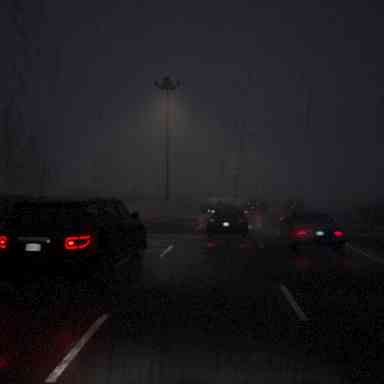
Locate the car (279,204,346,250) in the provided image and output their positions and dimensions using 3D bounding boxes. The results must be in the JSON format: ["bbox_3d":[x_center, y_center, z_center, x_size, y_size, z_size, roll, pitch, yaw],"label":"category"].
[{"bbox_3d":[4.801,1.451,13.871,2.033,1.411,5.357,0,0,9],"label":"car"}]

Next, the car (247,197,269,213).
[{"bbox_3d":[6.541,1.258,33.183,2.128,1.511,4.902,0,0,21],"label":"car"}]

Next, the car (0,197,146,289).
[{"bbox_3d":[-2.839,1.152,9.155,2.150,2.045,5.566,0,0,5],"label":"car"}]

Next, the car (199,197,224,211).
[{"bbox_3d":[2.277,1.372,31.879,1.895,1.301,4.718,0,0,19],"label":"car"}]

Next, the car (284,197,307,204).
[{"bbox_3d":[10.245,1.263,33.067,2.128,1.511,4.902,0,0,21],"label":"car"}]

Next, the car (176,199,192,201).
[{"bbox_3d":[-1.008,1.184,57.504,1.895,1.301,4.718,0,0,32],"label":"car"}]

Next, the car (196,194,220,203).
[{"bbox_3d":[2.820,1.095,57.036,1.837,1.490,4.892,0,0,33],"label":"car"}]

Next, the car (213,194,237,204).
[{"bbox_3d":[5.518,1.087,54.720,1.882,1.535,5.008,0,0,33],"label":"car"}]

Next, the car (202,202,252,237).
[{"bbox_3d":[1.930,1.441,17.247,1.994,1.385,4.181,0,0,10],"label":"car"}]
